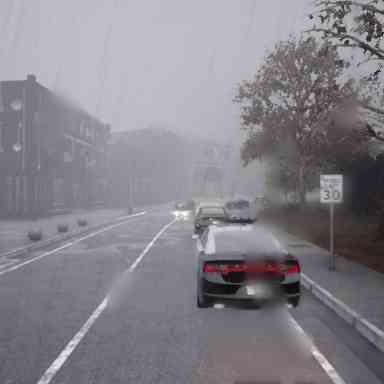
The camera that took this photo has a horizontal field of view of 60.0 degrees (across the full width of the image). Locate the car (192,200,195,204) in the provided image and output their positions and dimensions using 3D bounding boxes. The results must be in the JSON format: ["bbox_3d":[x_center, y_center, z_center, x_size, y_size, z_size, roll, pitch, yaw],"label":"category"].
[{"bbox_3d":[1.262,1.486,23.772,1.882,1.535,5.008,0,0,4],"label":"car"}]

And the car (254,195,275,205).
[{"bbox_3d":[12.050,1.301,55.318,1.837,1.490,4.892,-1,1,40],"label":"car"}]

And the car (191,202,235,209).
[{"bbox_3d":[1.043,1.513,17.925,1.837,1.490,4.892,0,0,1],"label":"car"}]

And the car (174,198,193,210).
[{"bbox_3d":[-0.895,1.491,42.365,2.128,1.511,4.902,0,0,13],"label":"car"}]

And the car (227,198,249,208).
[{"bbox_3d":[6.399,1.528,46.160,1.895,1.301,4.718,0,0,28],"label":"car"}]

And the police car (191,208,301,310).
[{"bbox_3d":[1.033,1.429,8.080,1.930,1.638,5.238,0,0,0],"label":"police car"}]
